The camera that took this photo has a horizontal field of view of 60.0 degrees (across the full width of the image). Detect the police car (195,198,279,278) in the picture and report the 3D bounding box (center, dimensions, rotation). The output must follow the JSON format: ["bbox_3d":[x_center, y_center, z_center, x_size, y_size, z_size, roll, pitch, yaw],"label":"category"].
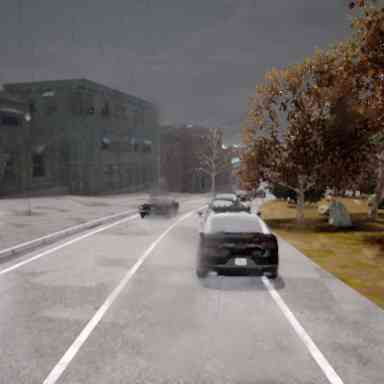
[{"bbox_3d":[1.108,1.189,9.525,1.930,1.638,5.238,0,1,2],"label":"police car"}]

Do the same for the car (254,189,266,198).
[{"bbox_3d":[11.121,0.199,56.039,1.837,1.490,4.892,3,2,25],"label":"car"}]

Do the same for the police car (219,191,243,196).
[{"bbox_3d":[2.616,0.791,25.170,1.930,1.638,5.238,1,2,9],"label":"police car"}]

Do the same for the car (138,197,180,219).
[{"bbox_3d":[-2.085,0.994,22.190,1.895,1.301,4.718,1,2,8],"label":"car"}]

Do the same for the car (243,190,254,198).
[{"bbox_3d":[6.586,0.489,44.614,1.895,1.301,4.718,2,2,20],"label":"car"}]

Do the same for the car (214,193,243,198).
[{"bbox_3d":[1.798,1.046,19.229,1.812,1.442,4.674,1,2,6],"label":"car"}]

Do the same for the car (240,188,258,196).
[{"bbox_3d":[10.711,0.025,62.540,1.994,1.385,4.181,3,2,28],"label":"car"}]
